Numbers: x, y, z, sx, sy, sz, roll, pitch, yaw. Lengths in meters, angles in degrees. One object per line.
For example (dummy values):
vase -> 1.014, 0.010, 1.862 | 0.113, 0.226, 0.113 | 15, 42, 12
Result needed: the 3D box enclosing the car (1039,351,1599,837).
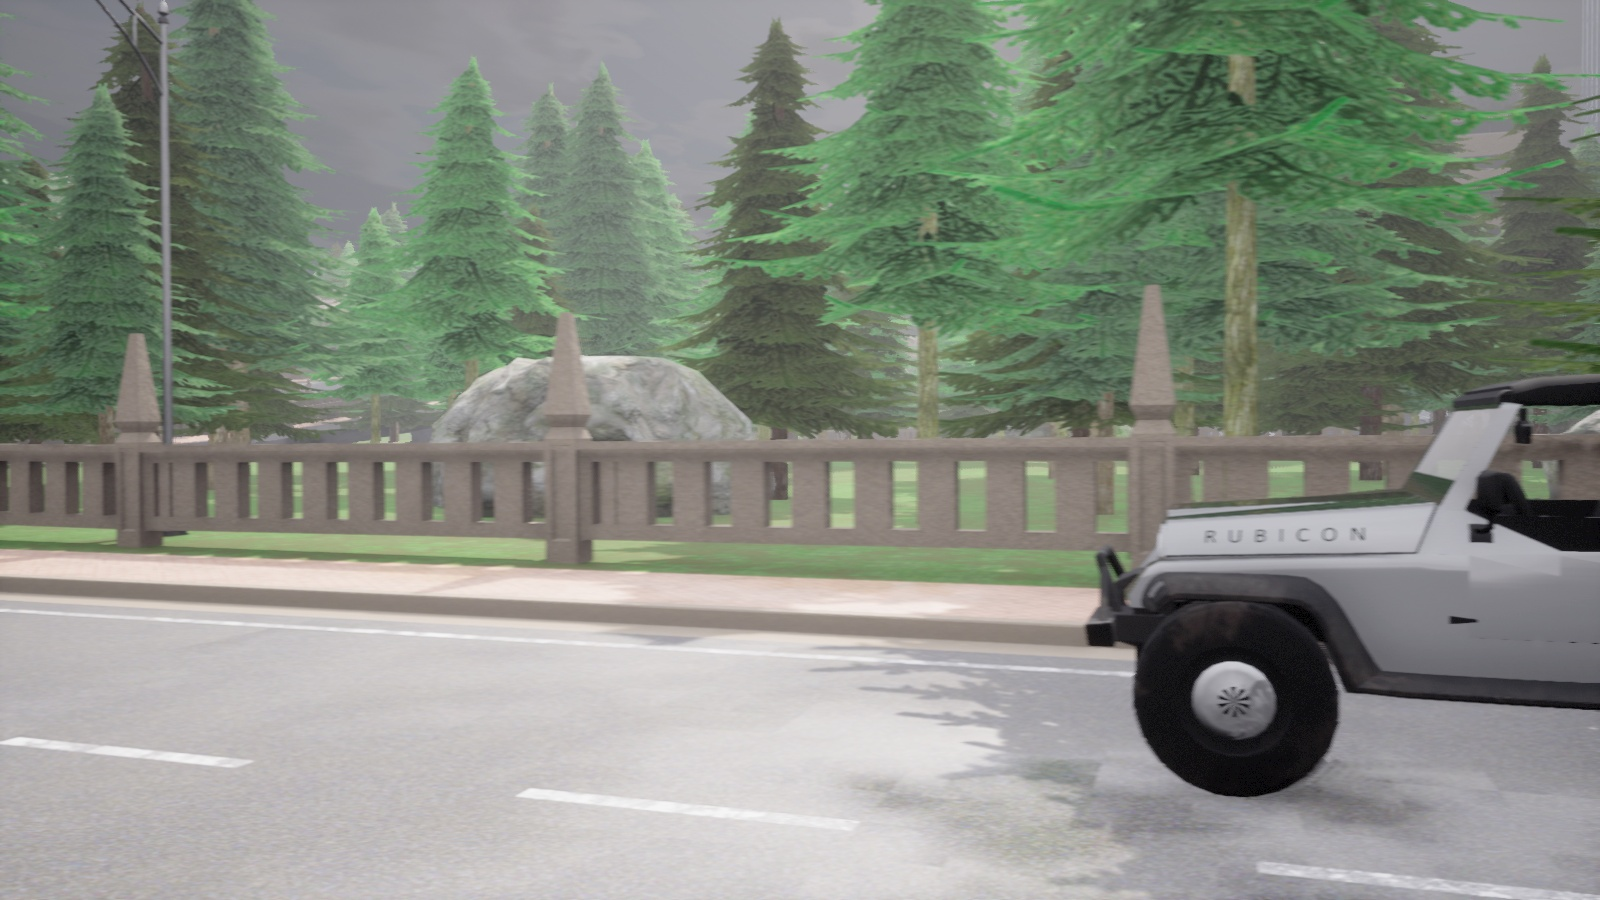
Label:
car -> 3.193, 0.541, 5.808 | 3.866, 1.878, 1.905 | 1, 1, 19
